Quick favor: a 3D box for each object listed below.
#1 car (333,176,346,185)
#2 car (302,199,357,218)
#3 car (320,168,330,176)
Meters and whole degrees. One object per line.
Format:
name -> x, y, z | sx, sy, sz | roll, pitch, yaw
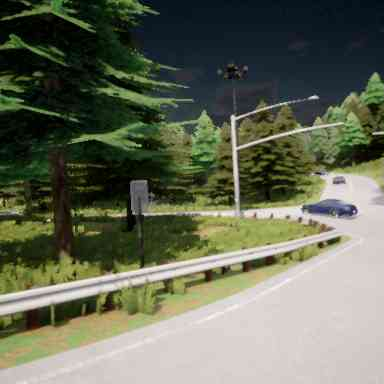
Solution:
car -> 24.527, -1.988, 55.315 | 1.994, 1.385, 4.181 | -2, 7, 25
car -> 11.630, 1.329, 28.385 | 1.812, 1.442, 4.674 | -1, 3, -33
car -> 27.881, -4.259, 71.318 | 2.128, 1.511, 4.902 | -4, 7, -1
